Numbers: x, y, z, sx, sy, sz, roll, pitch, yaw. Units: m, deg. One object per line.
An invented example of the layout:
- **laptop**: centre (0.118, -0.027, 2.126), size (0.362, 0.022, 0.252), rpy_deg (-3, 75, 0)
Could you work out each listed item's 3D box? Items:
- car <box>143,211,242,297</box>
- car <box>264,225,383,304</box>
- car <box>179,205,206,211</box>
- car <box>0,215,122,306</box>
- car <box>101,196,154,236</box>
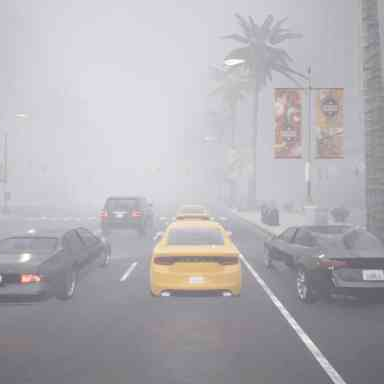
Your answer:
- **car**: centre (0.073, 1.478, 8.618), size (1.882, 1.535, 5.008), rpy_deg (0, 0, 0)
- **car**: centre (3.166, 1.513, 8.206), size (2.161, 1.482, 4.786), rpy_deg (0, 0, -1)
- **car**: centre (0.036, 1.478, 18.816), size (1.882, 1.535, 5.008), rpy_deg (0, 0, 0)
- **car**: centre (-3.422, 1.547, 8.275), size (2.033, 1.411, 5.357), rpy_deg (0, 0, 0)
- **car**: centre (-3.462, 1.222, 18.546), size (2.150, 2.045, 5.566), rpy_deg (0, 0, 0)
